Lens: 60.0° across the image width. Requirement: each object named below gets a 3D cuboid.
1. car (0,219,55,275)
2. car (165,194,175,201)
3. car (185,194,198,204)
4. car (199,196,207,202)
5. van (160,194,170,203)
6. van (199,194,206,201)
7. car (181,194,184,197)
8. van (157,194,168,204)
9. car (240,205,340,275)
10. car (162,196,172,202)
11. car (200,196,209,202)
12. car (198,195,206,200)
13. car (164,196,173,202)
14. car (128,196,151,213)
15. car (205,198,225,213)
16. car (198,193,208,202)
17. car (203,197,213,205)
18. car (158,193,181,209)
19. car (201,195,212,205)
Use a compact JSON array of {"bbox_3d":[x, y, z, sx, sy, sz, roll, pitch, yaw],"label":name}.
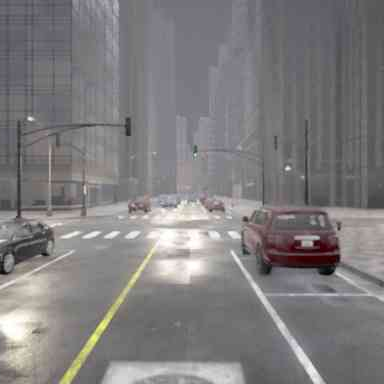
[{"bbox_3d":[-5.760,1.555,10.338,2.008,1.369,4.403,0,0,0],"label":"car"},{"bbox_3d":[-5.753,1.389,87.761,2.192,1.841,5.009,0,0,0],"label":"car"},{"bbox_3d":[0.007,1.596,67.445,2.033,1.411,5.357,0,0,0],"label":"car"},{"bbox_3d":[2.772,1.611,82.158,1.887,1.381,4.507,0,0,0],"label":"car"},{"bbox_3d":[-5.754,1.395,70.904,1.690,1.788,3.998,0,0,0],"label":"van"},{"bbox_3d":[2.772,1.415,87.776,1.690,1.788,3.998,0,0,0],"label":"van"},{"bbox_3d":[-3.013,1.592,62.596,2.033,1.411,5.357,0,0,1],"label":"car"},{"bbox_3d":[-5.755,1.389,65.286,1.690,1.788,3.998,0,0,0],"label":"van"},{"bbox_3d":[2.765,1.319,10.357,2.192,1.841,5.009,0,0,0],"label":"car"},{"bbox_3d":[-5.754,1.611,76.523,2.008,1.369,4.403,0,0,0],"label":"car"},{"bbox_3d":[2.771,1.626,76.539,1.947,1.339,4.313,0,0,0],"label":"car"},{"bbox_3d":[2.773,1.647,93.394,1.947,1.339,4.313,0,0,0],"label":"car"},{"bbox_3d":[-5.753,1.633,82.142,1.947,1.339,4.313,0,0,0],"label":"car"},{"bbox_3d":[-5.758,1.336,37.192,2.192,1.841,5.009,0,0,0],"label":"car"},{"bbox_3d":[2.767,1.603,37.211,1.802,1.307,4.206,0,0,0],"label":"car"},{"bbox_3d":[2.770,1.357,59.685,2.192,1.841,5.009,0,0,0],"label":"car"},{"bbox_3d":[2.768,1.608,42.829,1.802,1.307,4.206,0,0,0],"label":"car"},{"bbox_3d":[-3.073,1.381,46.053,2.097,1.767,4.553,0,0,0],"label":"car"},{"bbox_3d":[2.769,1.575,48.447,1.887,1.381,4.507,0,0,0],"label":"car"}]
